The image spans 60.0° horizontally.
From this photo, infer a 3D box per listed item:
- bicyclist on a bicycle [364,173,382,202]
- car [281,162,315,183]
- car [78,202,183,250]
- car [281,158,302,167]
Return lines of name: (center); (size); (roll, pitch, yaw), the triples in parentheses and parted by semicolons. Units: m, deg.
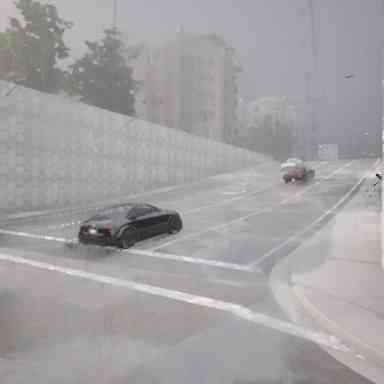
bicyclist on a bicycle: (10.278, -0.236, 18.107); (1.656, 1.620, 0.582); (1, 7, 33)
car: (10.186, -1.703, 31.387); (1.895, 1.301, 4.718); (1, 9, 33)
car: (-2.143, 1.074, 12.394); (1.994, 1.385, 4.181); (0, 5, 31)
car: (12.655, -3.453, 41.962); (1.812, 1.442, 4.674); (1, 10, 33)
